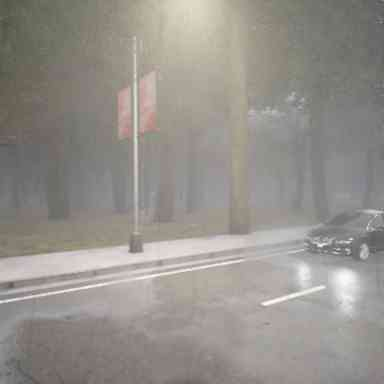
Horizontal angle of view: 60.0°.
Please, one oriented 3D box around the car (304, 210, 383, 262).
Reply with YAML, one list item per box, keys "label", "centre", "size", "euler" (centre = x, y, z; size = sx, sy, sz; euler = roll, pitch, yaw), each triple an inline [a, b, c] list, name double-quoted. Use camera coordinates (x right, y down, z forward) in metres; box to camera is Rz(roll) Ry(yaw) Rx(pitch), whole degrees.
- label: "car"
  centre: [6.061, 1.442, 12.003]
  size: [4.892, 1.490, 1.837]
  euler: [0, 0, -36]
